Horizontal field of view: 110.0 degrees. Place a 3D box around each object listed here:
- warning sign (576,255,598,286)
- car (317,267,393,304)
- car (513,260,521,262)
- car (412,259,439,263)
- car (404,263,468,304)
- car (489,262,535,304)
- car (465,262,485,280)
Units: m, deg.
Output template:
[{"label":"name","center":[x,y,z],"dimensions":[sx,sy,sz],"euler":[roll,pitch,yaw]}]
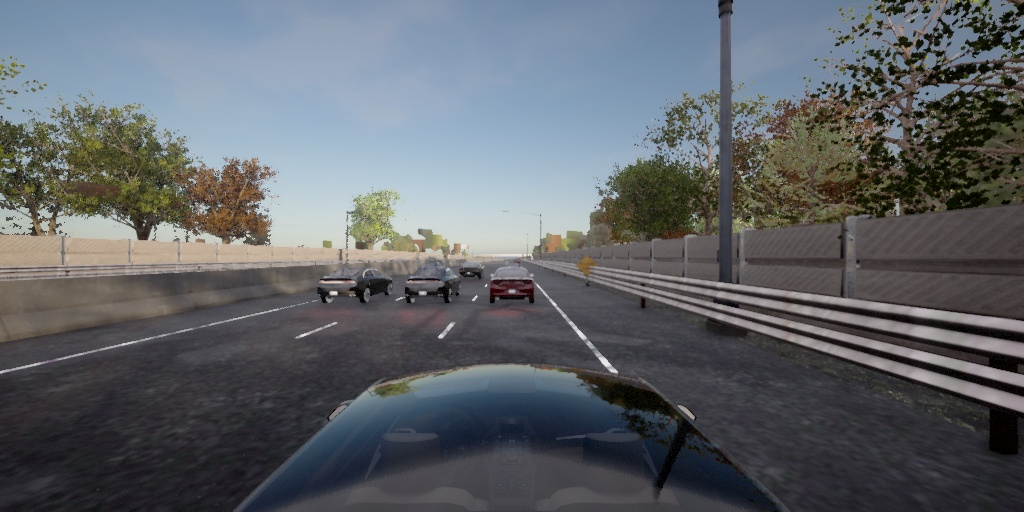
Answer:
[{"label":"warning sign","center":[4.550,0.871,21.754],"dimensions":[1.300,1.860,1.060],"euler":[0,0,0]},{"label":"car","center":[-7.000,1.249,16.500],"dimensions":[2.128,1.511,4.902],"euler":[0,0,0]},{"label":"car","center":[0.000,1.331,31.501],"dimensions":[2.033,1.411,5.357],"euler":[0,0,0]},{"label":"car","center":[-7.000,1.262,31.501],"dimensions":[2.128,1.511,4.902],"euler":[0,0,0]},{"label":"car","center":[-3.500,1.249,16.500],"dimensions":[2.128,1.511,4.902],"euler":[0,0,0]},{"label":"car","center":[0.000,1.238,16.500],"dimensions":[1.882,1.535,5.008],"euler":[0,0,0]},{"label":"car","center":[-3.500,1.252,31.501],"dimensions":[1.882,1.535,5.008],"euler":[0,0,0]}]
